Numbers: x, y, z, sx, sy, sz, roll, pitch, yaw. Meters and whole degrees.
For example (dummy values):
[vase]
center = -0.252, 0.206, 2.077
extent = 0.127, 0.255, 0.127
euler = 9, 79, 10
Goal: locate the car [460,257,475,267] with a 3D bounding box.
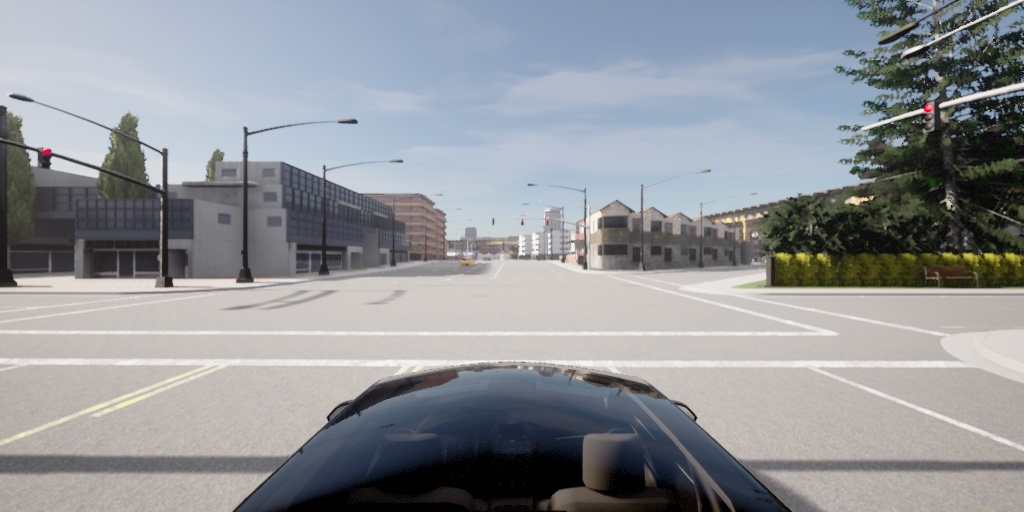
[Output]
[car]
center = -7.014, 0.955, 56.361
extent = 1.882, 1.535, 5.008
euler = 0, 2, 0
